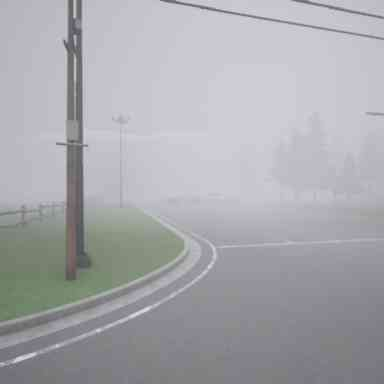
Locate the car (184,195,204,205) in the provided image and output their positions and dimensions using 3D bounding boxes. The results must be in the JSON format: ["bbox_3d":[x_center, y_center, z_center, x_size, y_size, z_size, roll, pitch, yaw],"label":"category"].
[{"bbox_3d":[0.062,1.306,56.646,2.097,1.767,4.553,0,0,-13],"label":"car"}]

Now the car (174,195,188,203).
[{"bbox_3d":[-2.240,1.454,66.605,1.837,1.490,4.892,0,0,-13],"label":"car"}]

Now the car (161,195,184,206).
[{"bbox_3d":[-3.309,1.451,55.692,2.128,1.511,4.902,0,0,-13],"label":"car"}]

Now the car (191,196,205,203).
[{"bbox_3d":[1.170,1.508,67.393,1.994,1.385,4.181,0,0,-13],"label":"car"}]

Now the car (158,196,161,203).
[{"bbox_3d":[-5.650,1.433,65.817,1.882,1.535,5.008,0,0,-13],"label":"car"}]

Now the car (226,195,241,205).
[{"bbox_3d":[6.900,1.295,58.145,2.097,1.767,4.553,0,0,-13],"label":"car"}]

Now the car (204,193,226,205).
[{"bbox_3d":[3.544,1.170,57.121,2.150,2.045,5.566,0,0,-13],"label":"car"}]

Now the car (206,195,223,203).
[{"bbox_3d":[4.580,1.430,68.181,2.128,1.511,4.902,0,0,-13],"label":"car"}]
